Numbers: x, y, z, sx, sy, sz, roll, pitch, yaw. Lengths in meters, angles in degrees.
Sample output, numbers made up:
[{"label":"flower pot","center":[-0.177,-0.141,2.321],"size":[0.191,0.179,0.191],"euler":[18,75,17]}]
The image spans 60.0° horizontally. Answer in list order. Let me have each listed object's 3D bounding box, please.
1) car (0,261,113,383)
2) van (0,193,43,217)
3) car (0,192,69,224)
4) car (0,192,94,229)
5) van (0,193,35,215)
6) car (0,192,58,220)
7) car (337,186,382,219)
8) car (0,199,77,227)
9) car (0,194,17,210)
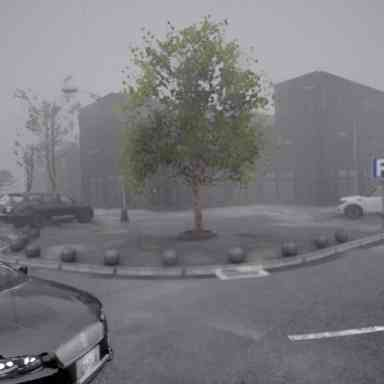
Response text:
[{"label":"car","center":[-3.376,1.475,4.084],"size":[4.902,1.511,2.128],"euler":[-1,1,18]},{"label":"van","center":[-16.107,1.106,30.099],"size":[1.878,1.987,4.442],"euler":[-1,0,31]},{"label":"car","center":[-12.482,1.074,25.346],"size":[2.435,2.045,5.566],"euler":[0,1,31]},{"label":"car","center":[-8.775,1.064,20.776],"size":[2.435,2.045,5.566],"euler":[-1,0,32]},{"label":"van","center":[-17.953,1.111,32.412],"size":[1.878,1.987,4.442],"euler":[-1,0,31]},{"label":"car","center":[-14.327,1.078,27.659],"size":[2.435,2.045,5.566],"euler":[0,1,31]},{"label":"car","center":[11.797,0.596,20.097],"size":[5.566,2.045,2.435],"euler":[-2,1,33]},{"label":"car","center":[-10.621,1.350,23.035],"size":[2.163,1.488,4.792],"euler":[0,1,31]},{"label":"car","center":[-23.532,1.224,39.273],"size":[2.185,1.767,4.553],"euler":[0,1,31]}]
